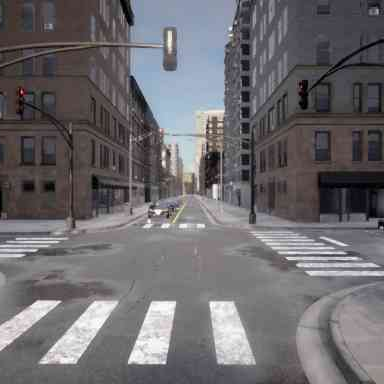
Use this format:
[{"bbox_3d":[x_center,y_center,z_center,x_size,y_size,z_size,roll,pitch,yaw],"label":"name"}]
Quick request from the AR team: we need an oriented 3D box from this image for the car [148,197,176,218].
[{"bbox_3d":[-2.836,1.499,30.020,2.128,1.511,4.902,0,0,0],"label":"car"}]

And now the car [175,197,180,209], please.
[{"bbox_3d":[-2.824,1.617,39.214,1.895,1.301,4.718,0,0,0],"label":"car"}]

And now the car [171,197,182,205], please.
[{"bbox_3d":[-2.757,1.573,59.362,1.812,1.442,4.674,0,0,0],"label":"car"}]

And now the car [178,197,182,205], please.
[{"bbox_3d":[-2.810,1.555,49.091,1.812,1.442,4.674,0,0,0],"label":"car"}]

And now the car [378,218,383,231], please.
[{"bbox_3d":[12.379,1.563,17.894,4.313,1.339,1.947,0,0,0],"label":"car"}]
